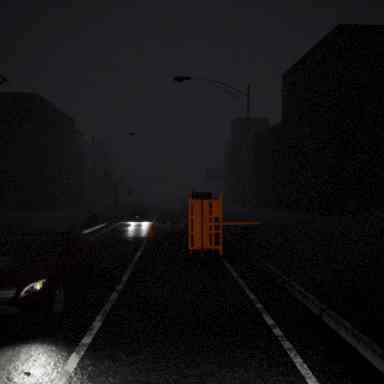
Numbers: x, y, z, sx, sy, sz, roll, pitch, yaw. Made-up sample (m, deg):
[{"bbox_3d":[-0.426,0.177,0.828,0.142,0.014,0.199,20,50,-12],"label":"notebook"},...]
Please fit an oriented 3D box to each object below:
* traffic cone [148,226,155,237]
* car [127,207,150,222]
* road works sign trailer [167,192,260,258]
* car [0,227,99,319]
[{"bbox_3d":[-2.243,2.182,18.376,0.340,0.580,0.340,-1,-2,-5],"label":"traffic cone"},{"bbox_3d":[-5.188,2.145,32.653,1.994,1.385,4.181,0,-1,-5],"label":"car"},{"bbox_3d":[0.819,1.165,13.261,2.880,2.380,3.560,0,-1,-13],"label":"road works sign trailer"},{"bbox_3d":[-3.383,1.565,7.526,1.812,1.442,4.674,0,-1,-3],"label":"car"}]
